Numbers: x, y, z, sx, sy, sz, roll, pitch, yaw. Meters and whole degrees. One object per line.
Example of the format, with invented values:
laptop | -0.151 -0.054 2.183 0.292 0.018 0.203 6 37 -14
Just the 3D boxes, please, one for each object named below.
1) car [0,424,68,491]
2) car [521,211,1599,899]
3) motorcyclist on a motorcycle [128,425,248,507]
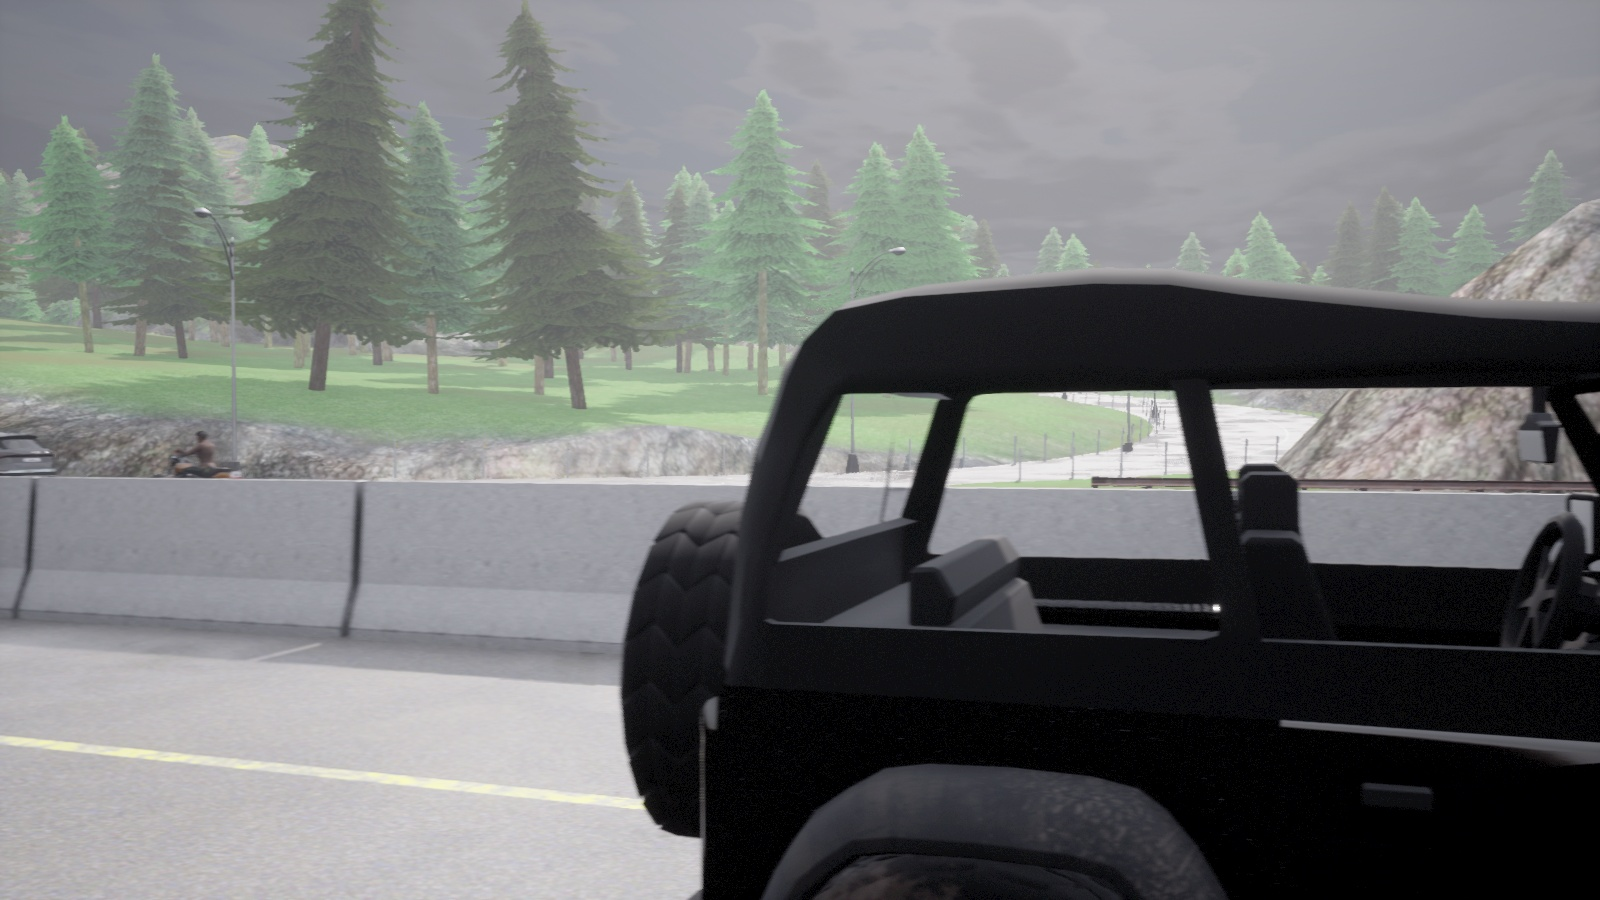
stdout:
car | -21.800 0.151 32.681 4.856 1.649 2.033 1 1 19
car | 1.614 0.587 2.647 3.866 1.878 1.905 0 1 19
motorcyclist on a motorcycle | -12.625 0.314 25.902 2.350 1.649 0.766 0 1 19
